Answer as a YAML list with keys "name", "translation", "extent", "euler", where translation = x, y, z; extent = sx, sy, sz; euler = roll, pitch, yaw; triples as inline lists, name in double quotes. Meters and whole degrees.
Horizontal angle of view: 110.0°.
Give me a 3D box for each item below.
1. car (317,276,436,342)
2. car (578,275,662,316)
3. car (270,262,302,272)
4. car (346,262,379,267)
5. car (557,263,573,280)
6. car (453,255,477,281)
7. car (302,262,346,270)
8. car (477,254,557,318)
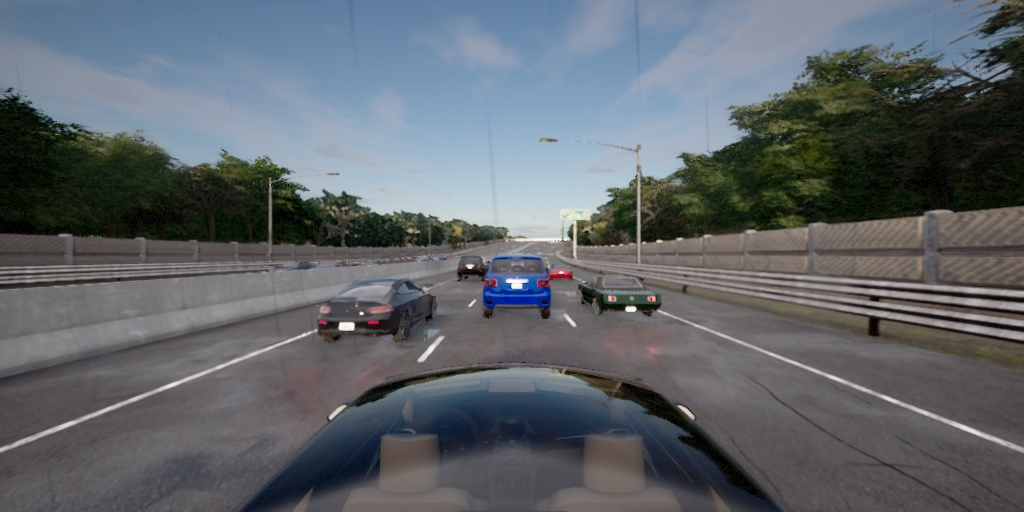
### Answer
- name: "car"
  translation: [-3.355, 1.267, 9.622]
  extent: [1.812, 1.442, 4.674]
  euler: [0, 0, 0]
- name: "car"
  translation: [3.675, 1.342, 13.214]
  extent: [1.895, 1.301, 4.718]
  euler: [0, 0, 1]
- name: "car"
  translation: [-20.617, 1.251, 34.266]
  extent: [2.033, 1.411, 5.357]
  euler: [0, 0, 2]
- name: "car"
  translation: [-13.610, 1.273, 34.165]
  extent: [1.994, 1.385, 4.181]
  euler: [0, 0, 2]
- name: "car"
  translation: [3.994, 1.289, 30.614]
  extent: [1.994, 1.385, 4.181]
  euler: [0, 0, 1]
- name: "car"
  translation: [-3.046, 0.943, 29.225]
  extent: [2.150, 2.045, 5.566]
  euler: [0, 0, 1]
- name: "car"
  translation: [-17.120, 1.254, 34.111]
  extent: [2.033, 1.411, 5.357]
  euler: [0, 0, 2]
- name: "car"
  translation: [0.174, 0.961, 13.129]
  extent: [2.150, 2.045, 5.566]
  euler: [0, 0, 1]
